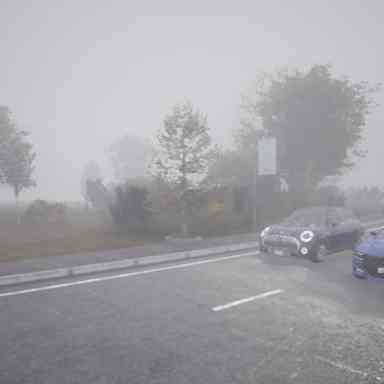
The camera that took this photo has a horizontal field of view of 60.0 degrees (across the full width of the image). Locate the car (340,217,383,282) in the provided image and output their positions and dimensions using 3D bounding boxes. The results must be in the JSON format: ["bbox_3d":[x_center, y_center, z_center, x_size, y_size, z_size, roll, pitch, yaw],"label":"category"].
[{"bbox_3d":[6.214,1.495,9.075,5.008,1.535,1.882,0,0,-40],"label":"car"}]

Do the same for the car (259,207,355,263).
[{"bbox_3d":[4.505,1.377,12.223,4.553,1.767,2.097,0,0,-40],"label":"car"}]
